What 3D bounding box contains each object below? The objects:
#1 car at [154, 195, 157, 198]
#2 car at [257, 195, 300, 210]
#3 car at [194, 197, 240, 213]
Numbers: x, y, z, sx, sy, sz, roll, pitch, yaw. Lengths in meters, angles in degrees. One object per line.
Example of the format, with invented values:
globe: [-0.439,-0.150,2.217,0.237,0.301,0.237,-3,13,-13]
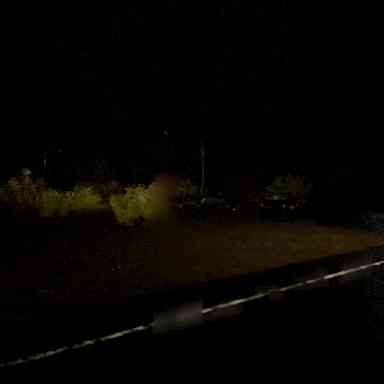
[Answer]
car: [-7.225,1.091,57.338,1.895,1.301,4.718,-1,1,-37]
car: [9.200,1.109,35.707,2.128,1.511,4.902,-1,1,-37]
car: [2.350,1.237,33.162,2.033,1.411,5.357,-1,1,-37]
